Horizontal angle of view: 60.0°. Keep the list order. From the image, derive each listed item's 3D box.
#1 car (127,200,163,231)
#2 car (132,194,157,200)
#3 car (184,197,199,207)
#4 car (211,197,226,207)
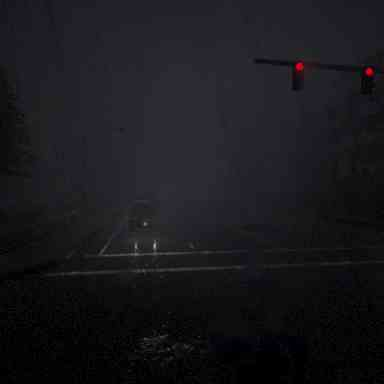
[{"bbox_3d":[-2.899,1.485,20.594,2.128,1.511,4.902,0,0,-8],"label":"car"},{"bbox_3d":[-4.812,1.212,33.736,2.150,2.045,5.566,0,0,-8],"label":"car"},{"bbox_3d":[-0.112,1.528,50.752,2.033,1.411,5.357,0,0,-8],"label":"car"},{"bbox_3d":[4.037,1.525,50.358,2.033,1.411,5.357,0,0,-1],"label":"car"}]
